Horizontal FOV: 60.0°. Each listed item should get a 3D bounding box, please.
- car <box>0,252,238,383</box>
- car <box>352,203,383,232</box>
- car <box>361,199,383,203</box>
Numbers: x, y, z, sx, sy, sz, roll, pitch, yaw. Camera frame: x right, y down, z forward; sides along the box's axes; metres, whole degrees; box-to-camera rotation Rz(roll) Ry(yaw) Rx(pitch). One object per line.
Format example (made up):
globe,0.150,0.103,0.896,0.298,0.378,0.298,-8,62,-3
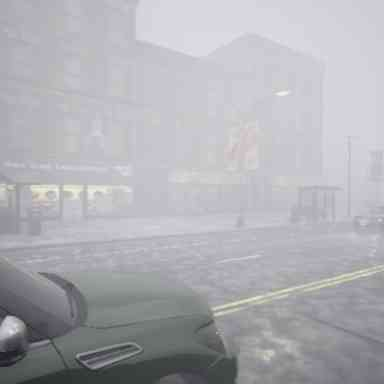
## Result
car,-2.244,1.217,2.144,5.566,2.045,2.150,0,0,-36
car,12.251,1.677,21.400,4.902,1.511,2.128,1,0,-36
car,31.493,1.986,57.739,1.837,1.490,4.892,1,0,-6
